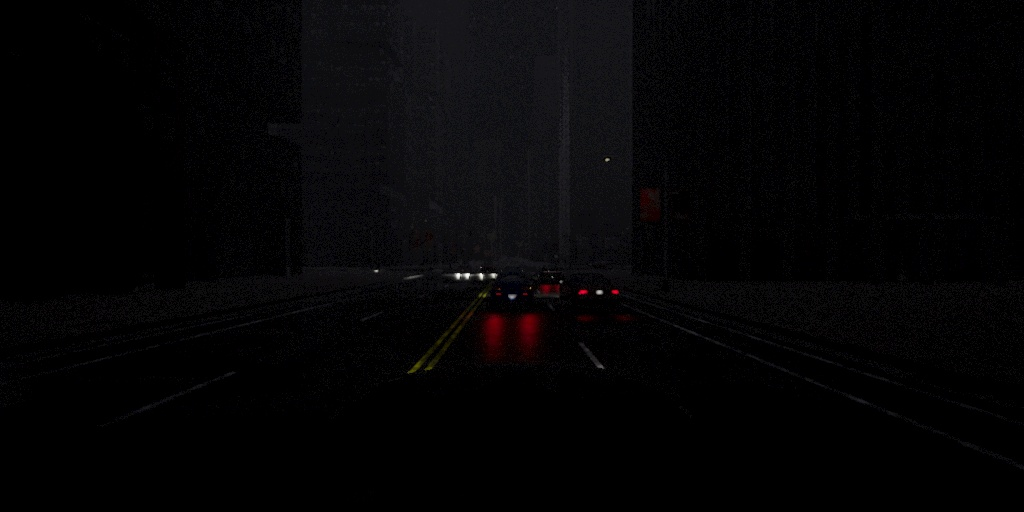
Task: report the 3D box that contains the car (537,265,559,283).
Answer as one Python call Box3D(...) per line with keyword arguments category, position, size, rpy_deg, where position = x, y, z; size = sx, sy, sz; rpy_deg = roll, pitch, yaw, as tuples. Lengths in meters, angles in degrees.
Box3D(category="car", position=(3.254, 1.497, 31.134), size=(2.128, 1.511, 4.902), rpy_deg=(0, 0, 0))

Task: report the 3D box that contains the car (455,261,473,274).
Box3D(category="car", position=(-6.506, 1.708, 49.294), size=(1.994, 1.385, 4.181), rpy_deg=(0, 0, 0))

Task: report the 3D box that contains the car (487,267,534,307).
Box3D(category="car", position=(0.006, 1.406, 16.214), size=(1.812, 1.442, 4.674), rpy_deg=(0, 0, 0))

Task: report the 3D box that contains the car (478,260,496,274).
Box3D(category="car", position=(-3.254, 1.494, 49.509), size=(2.097, 1.767, 4.553), rpy_deg=(0, 0, 0))

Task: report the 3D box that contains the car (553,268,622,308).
Box3D(category="car", position=(3.251, 1.424, 15.830), size=(2.033, 1.411, 5.357), rpy_deg=(0, 0, 0))
